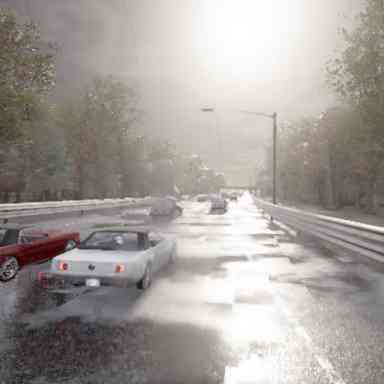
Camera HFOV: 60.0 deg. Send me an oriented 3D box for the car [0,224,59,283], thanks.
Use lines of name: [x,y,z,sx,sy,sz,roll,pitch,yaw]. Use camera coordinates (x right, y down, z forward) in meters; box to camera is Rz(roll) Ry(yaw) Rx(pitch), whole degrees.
car: [-5.150,1.576,9.682,1.895,1.301,4.718,1,0,9]

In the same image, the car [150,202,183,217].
car: [-2.088,1.551,28.494,2.033,1.411,5.357,0,0,9]

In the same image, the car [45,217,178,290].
car: [-1.699,1.602,9.119,1.895,1.301,4.718,0,0,9]

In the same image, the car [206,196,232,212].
car: [3.295,1.598,39.774,2.033,1.411,5.357,0,0,9]

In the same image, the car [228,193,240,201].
car: [11.099,1.588,87.674,1.837,1.490,4.892,0,0,9]

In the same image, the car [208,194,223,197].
car: [4.986,1.575,71.920,1.812,1.442,4.674,0,0,9]

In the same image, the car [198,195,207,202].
car: [2.503,1.549,78.442,2.128,1.511,4.902,0,0,9]
